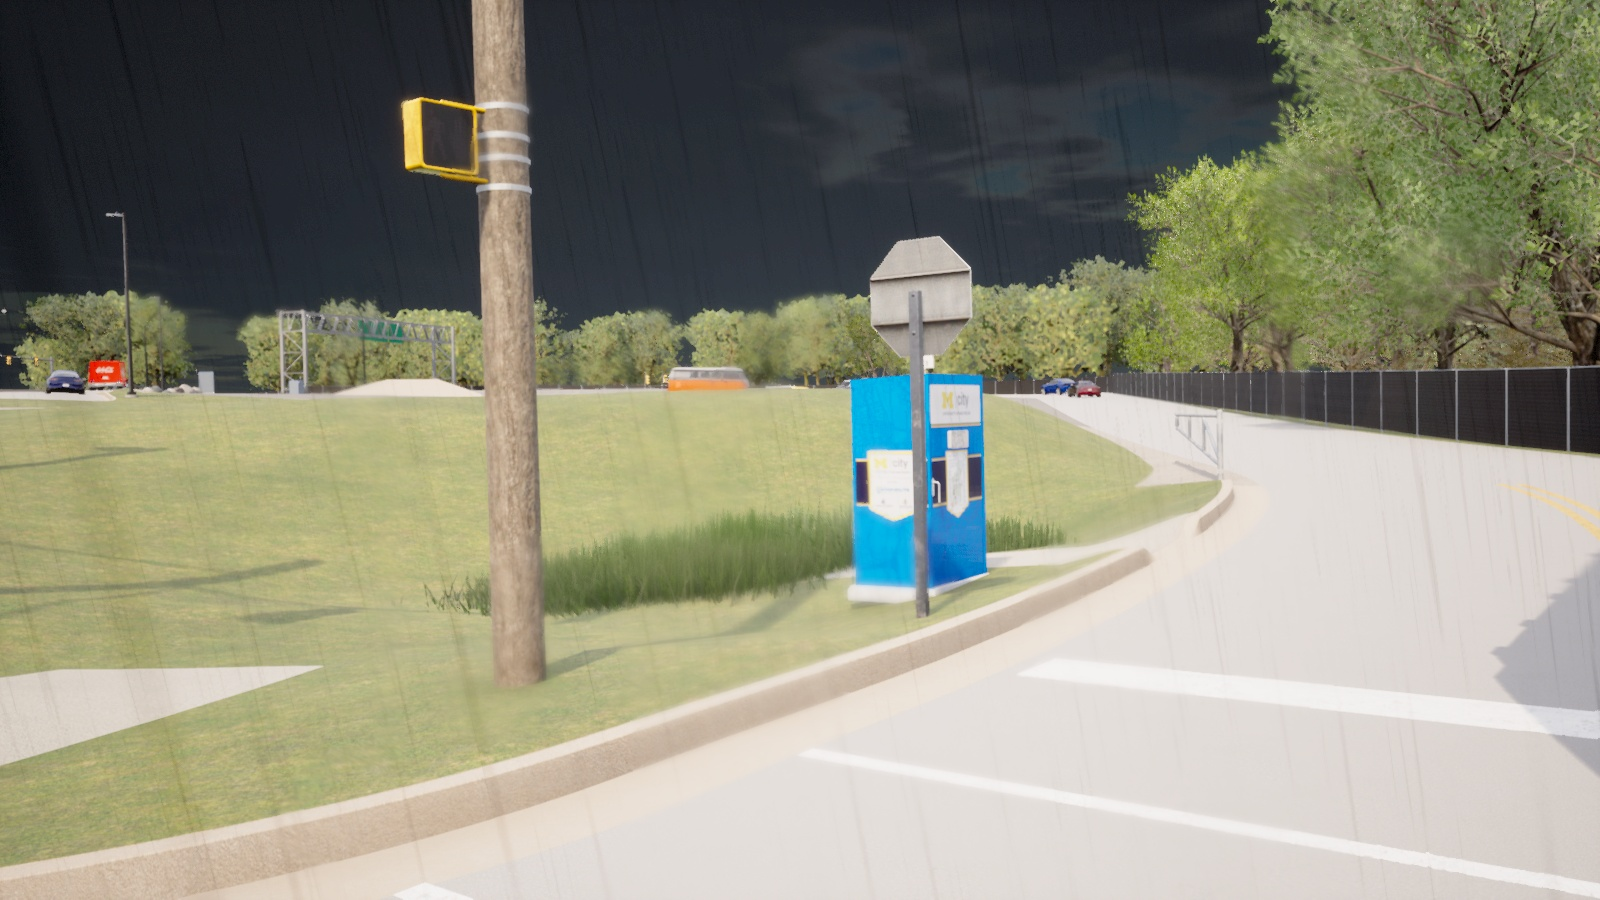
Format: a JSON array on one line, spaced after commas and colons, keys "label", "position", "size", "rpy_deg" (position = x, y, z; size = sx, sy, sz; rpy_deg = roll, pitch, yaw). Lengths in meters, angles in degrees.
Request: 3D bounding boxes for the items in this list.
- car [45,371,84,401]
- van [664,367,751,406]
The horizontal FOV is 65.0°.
[{"label": "car", "position": [-41.245, -3.554, 70.387], "size": [1.812, 1.442, 4.674], "rpy_deg": [2, 0, -31]}, {"label": "van", "position": [-4.913, -3.404, 67.231], "size": [4.442, 1.987, 1.775], "rpy_deg": [1, 2, 2]}]
